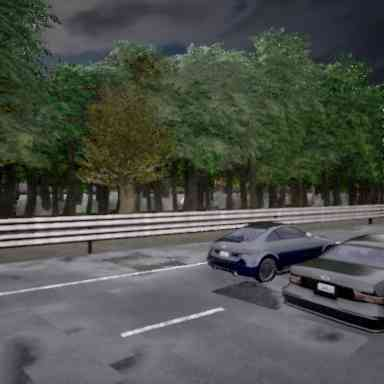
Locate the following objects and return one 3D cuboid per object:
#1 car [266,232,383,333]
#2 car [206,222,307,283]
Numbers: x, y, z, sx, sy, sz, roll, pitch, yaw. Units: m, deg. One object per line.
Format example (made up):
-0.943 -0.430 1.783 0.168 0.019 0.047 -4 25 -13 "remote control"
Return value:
4.157 1.571 6.700 5.357 1.411 2.033 0 0 -35 "car"
2.469 1.589 9.796 4.181 1.385 1.994 0 0 -35 "car"
